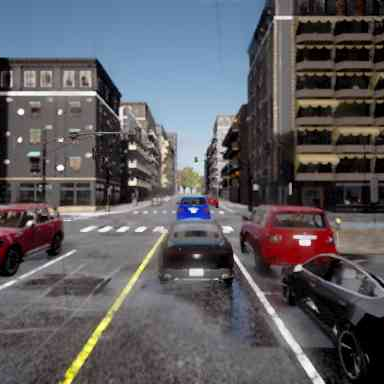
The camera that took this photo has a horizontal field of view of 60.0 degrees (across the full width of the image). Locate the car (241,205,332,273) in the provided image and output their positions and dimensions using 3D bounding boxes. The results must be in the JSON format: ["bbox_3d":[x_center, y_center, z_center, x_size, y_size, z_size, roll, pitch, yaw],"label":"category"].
[{"bbox_3d":[2.779,1.331,10.575,2.192,1.841,5.009,1,0,0],"label":"car"}]

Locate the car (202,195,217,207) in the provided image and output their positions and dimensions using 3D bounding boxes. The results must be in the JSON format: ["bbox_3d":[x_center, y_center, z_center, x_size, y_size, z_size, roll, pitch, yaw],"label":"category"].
[{"bbox_3d":[2.818,1.397,54.349,2.192,1.841,5.009,1,0,0],"label":"car"}]

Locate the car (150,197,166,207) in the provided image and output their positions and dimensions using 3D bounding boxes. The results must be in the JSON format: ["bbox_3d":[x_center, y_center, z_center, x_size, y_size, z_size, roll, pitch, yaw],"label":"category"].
[{"bbox_3d":[-5.810,1.633,54.283,2.008,1.369,4.403,1,0,0],"label":"car"}]

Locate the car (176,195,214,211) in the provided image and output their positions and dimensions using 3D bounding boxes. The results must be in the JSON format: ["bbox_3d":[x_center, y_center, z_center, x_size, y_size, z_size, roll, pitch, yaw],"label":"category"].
[{"bbox_3d":[0.091,1.258,22.733,2.150,2.045,5.566,0,0,0],"label":"car"}]

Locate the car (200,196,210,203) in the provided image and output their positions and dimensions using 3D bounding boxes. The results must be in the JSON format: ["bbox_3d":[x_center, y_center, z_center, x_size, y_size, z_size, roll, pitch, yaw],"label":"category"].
[{"bbox_3d":[2.689,1.675,71.433,1.947,1.339,4.313,1,0,0],"label":"car"}]

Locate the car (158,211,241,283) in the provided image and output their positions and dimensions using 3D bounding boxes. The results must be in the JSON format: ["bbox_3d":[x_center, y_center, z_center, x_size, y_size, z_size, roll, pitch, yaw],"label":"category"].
[{"bbox_3d":[0.099,1.519,9.700,1.837,1.490,4.892,0,0,0],"label":"car"}]

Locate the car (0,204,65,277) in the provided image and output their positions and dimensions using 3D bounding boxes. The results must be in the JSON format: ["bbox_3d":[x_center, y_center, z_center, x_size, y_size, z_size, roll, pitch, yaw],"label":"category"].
[{"bbox_3d":[-5.748,1.331,10.567,2.192,1.841,5.009,1,0,0],"label":"car"}]

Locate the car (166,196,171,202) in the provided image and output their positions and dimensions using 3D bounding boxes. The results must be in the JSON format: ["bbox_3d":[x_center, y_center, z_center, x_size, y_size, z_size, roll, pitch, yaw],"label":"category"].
[{"bbox_3d":[-5.692,1.644,76.896,1.752,1.417,4.829,1,0,0],"label":"car"}]

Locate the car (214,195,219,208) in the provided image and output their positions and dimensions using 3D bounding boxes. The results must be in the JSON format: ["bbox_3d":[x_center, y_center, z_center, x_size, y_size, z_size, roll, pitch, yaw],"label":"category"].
[{"bbox_3d":[2.828,1.388,48.649,2.192,1.841,5.009,1,0,0],"label":"car"}]

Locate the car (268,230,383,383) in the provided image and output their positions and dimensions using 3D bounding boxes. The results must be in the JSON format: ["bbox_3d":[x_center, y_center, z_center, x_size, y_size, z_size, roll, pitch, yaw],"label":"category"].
[{"bbox_3d":[2.702,1.573,5.138,1.947,1.339,4.313,1,0,0],"label":"car"}]
